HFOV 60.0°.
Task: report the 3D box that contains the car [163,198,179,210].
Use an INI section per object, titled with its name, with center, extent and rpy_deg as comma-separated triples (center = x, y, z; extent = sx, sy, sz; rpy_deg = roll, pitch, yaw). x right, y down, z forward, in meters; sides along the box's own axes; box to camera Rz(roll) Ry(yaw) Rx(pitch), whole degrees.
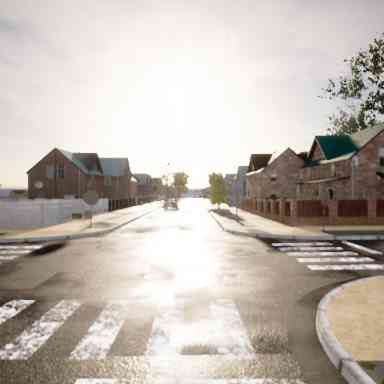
[car]
center = -2.730, 1.560, 43.784
extent = 2.128, 1.511, 4.902
rpy_deg = 0, 0, 0
